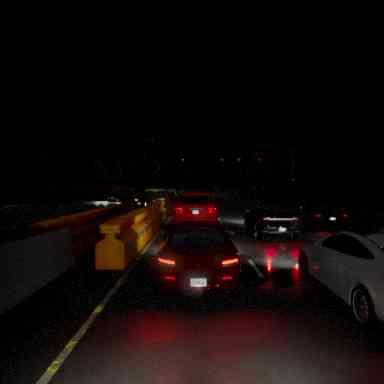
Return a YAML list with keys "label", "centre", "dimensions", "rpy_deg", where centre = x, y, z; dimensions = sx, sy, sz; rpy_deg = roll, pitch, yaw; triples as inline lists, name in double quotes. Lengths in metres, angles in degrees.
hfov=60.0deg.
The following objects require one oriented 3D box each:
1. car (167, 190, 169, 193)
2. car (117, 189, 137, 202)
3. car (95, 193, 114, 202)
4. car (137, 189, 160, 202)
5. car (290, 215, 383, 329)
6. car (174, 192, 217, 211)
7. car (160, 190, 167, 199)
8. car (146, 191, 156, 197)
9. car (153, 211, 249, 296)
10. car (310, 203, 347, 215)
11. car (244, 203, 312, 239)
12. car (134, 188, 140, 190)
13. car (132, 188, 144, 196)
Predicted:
- label: "car"
  centre: [-6.407, 0.326, 81.299]
  dimensions: [1.812, 1.442, 4.674]
  rpy_deg: [0, 1, 0]
- label: "car"
  centre: [-10.230, 0.726, 51.722]
  dimensions: [1.882, 1.535, 5.008]
  rpy_deg: [0, 1, 1]
- label: "car"
  centre: [-13.942, 0.794, 52.949]
  dimensions: [1.994, 1.385, 4.181]
  rpy_deg: [0, 1, 4]
- label: "car"
  centre: [-6.730, 0.737, 51.890]
  dimensions: [2.128, 1.511, 4.902]
  rpy_deg: [0, 1, 1]
- label: "car"
  centre: [3.625, 1.455, 6.656]
  dimensions: [1.812, 1.442, 4.674]
  rpy_deg: [0, 1, 0]
- label: "car"
  centre: [0.194, 0.981, 17.887]
  dimensions: [2.150, 2.045, 5.566]
  rpy_deg: [0, 1, 0]
- label: "car"
  centre: [-6.553, 0.533, 66.190]
  dimensions: [1.837, 1.490, 4.892]
  rpy_deg: [0, 1, 1]
- label: "car"
  centre: [-9.909, 0.359, 80.971]
  dimensions: [1.994, 1.385, 4.181]
  rpy_deg: [0, 1, 0]
- label: "car"
  centre: [0.136, 1.430, 8.290]
  dimensions: [1.812, 1.442, 4.674]
  rpy_deg: [0, 1, 0]
- label: "car"
  centre: [7.208, 1.306, 18.991]
  dimensions: [1.994, 1.385, 4.181]
  rpy_deg: [0, 1, 0]
- label: "car"
  centre: [3.685, 1.281, 15.904]
  dimensions: [2.128, 1.511, 4.902]
  rpy_deg: [0, 1, 0]
- label: "car"
  centre: [-10.050, 0.511, 65.932]
  dimensions: [1.882, 1.535, 5.008]
  rpy_deg: [0, 1, 1]
- label: "car"
  centre: [-13.397, 0.008, 82.529]
  dimensions: [2.150, 2.045, 5.566]
  rpy_deg: [0, 1, 0]
